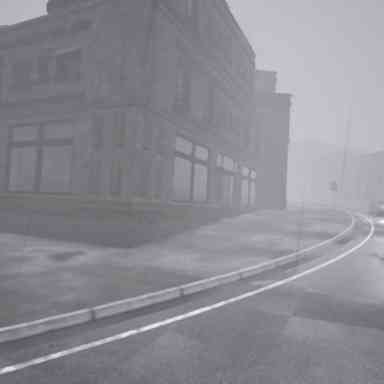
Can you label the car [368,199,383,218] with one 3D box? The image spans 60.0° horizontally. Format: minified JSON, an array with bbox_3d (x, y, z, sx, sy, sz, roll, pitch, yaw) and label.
[{"bbox_3d":[15.464,1.270,26.629,2.033,1.411,5.357,2,2,19],"label":"car"}]
